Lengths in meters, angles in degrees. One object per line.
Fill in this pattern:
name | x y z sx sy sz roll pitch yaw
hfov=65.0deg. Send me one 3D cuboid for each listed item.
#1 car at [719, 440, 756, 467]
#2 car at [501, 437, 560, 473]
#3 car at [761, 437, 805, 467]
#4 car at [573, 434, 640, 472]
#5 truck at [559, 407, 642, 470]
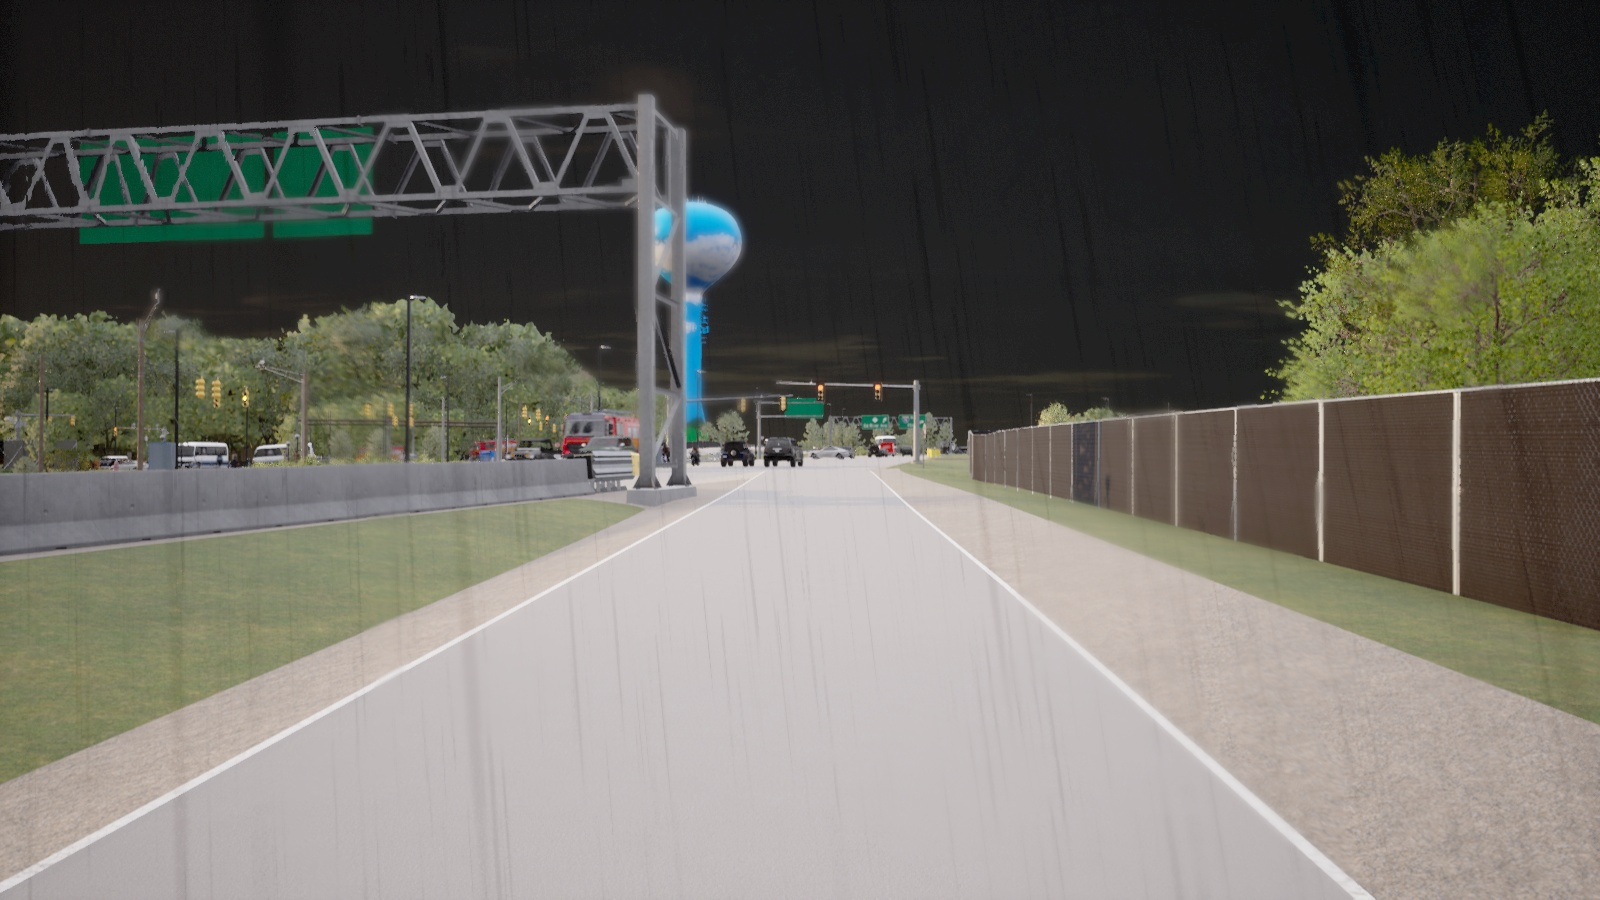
car | -4.447 0.237 89.655 1.905 1.878 3.866 0 0 9
car | -14.717 0.263 68.679 1.905 1.878 3.866 0 0 9
car | -1.137 0.153 88.150 2.150 2.045 5.566 0 0 9
car | -10.858 0.177 70.773 2.150 2.045 5.566 0 0 9
truck | -12.783 -0.703 81.409 2.891 3.827 8.468 0 0 9
